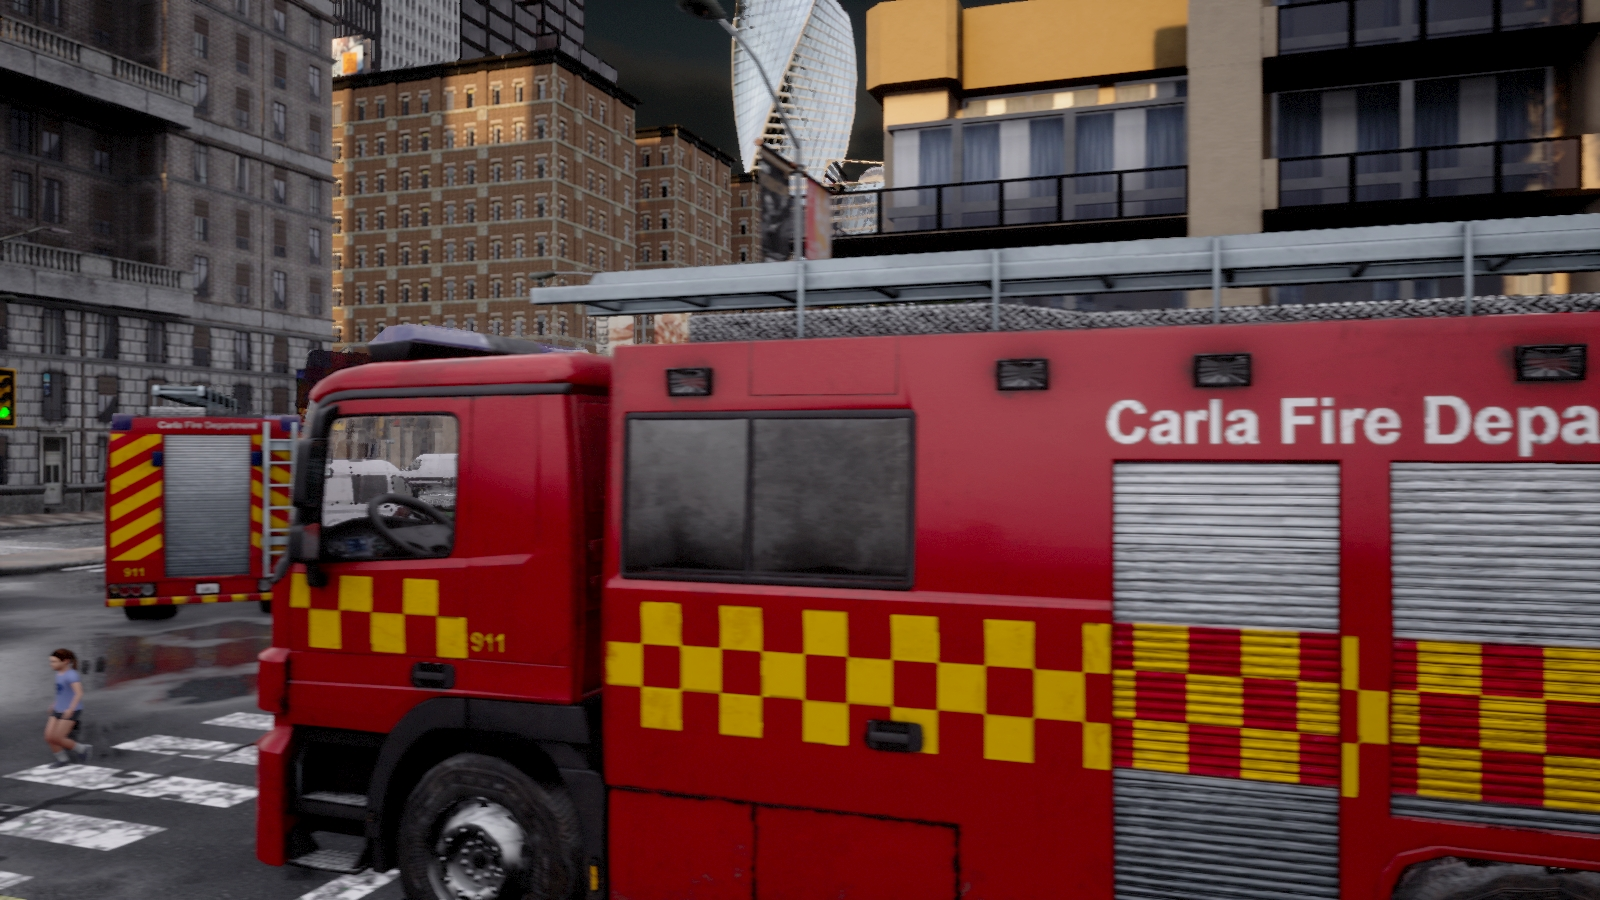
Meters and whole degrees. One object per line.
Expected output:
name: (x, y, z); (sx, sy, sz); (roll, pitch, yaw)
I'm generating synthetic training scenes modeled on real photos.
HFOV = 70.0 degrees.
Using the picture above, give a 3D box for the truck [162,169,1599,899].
truck: (0.818, 0.891, 6.456); (8.468, 3.827, 2.891); (0, 0, 20)

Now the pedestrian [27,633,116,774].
pedestrian: (-6.455, 2.229, 10.132); (0.500, 1.100, 0.500); (0, 0, 32)

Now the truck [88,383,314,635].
truck: (-10.989, 0.890, 21.810); (2.891, 3.827, 8.468); (0, 0, -21)

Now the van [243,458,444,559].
van: (-12.869, 1.534, 32.747); (1.988, 2.561, 5.915); (0, 0, 19)
